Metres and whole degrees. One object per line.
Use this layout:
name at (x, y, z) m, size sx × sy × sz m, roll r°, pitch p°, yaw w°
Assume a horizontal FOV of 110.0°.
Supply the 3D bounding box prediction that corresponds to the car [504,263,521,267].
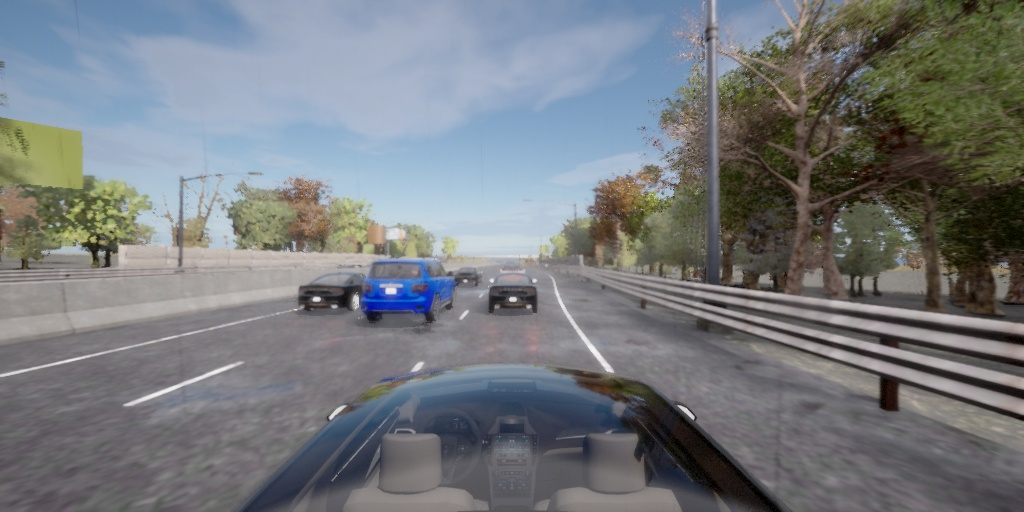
car at (0.051, 1.480, 29.016) m, size 2.097 × 1.767 × 4.553 m, roll 0°, pitch -1°, yaw 0°

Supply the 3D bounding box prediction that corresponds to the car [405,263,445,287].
car at (-6.950, 1.480, 29.024) m, size 2.097 × 1.767 × 4.553 m, roll 0°, pitch -1°, yaw 0°

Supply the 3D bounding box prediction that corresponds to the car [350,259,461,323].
car at (-3.461, 1.127, 13.007) m, size 2.150 × 2.045 × 5.566 m, roll 0°, pitch -1°, yaw 1°

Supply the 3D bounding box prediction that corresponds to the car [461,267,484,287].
car at (-3.448, 1.636, 29.123) m, size 1.837 × 1.490 × 4.892 m, roll 0°, pitch 0°, yaw 0°

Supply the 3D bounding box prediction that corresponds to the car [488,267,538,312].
car at (0.055, 1.412, 15.240) m, size 1.882 × 1.535 × 5.008 m, roll 0°, pitch -1°, yaw 0°

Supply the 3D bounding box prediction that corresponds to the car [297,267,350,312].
car at (-6.944, 1.413, 15.263) m, size 1.882 × 1.535 × 5.008 m, roll 0°, pitch -1°, yaw 0°
